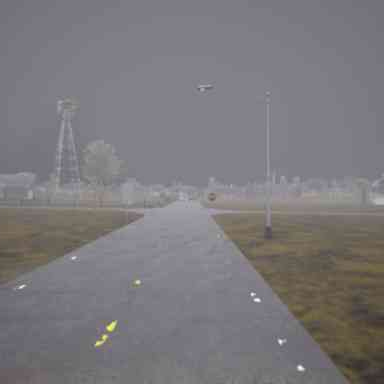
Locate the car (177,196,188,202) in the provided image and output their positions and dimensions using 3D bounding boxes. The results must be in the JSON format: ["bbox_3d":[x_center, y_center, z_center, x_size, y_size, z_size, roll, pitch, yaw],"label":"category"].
[{"bbox_3d":[-2.764,1.896,86.068,1.812,1.442,4.674,0,0,0],"label":"car"}]

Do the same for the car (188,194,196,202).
[{"bbox_3d":[-0.014,1.599,88.370,2.150,2.045,5.566,0,0,0],"label":"car"}]
